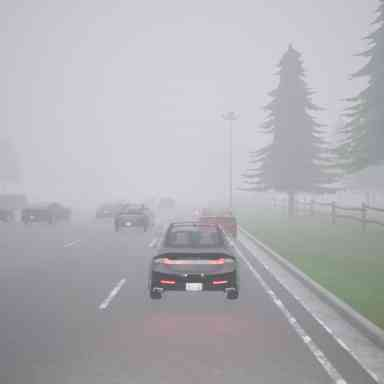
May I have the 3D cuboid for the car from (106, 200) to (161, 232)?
[{"bbox_3d":[-3.386,1.489,20.240,2.128,1.511,4.902,0,0,0],"label":"car"}]

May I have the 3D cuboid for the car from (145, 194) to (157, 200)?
[{"bbox_3d":[-6.861,1.541,55.259,2.033,1.411,5.357,0,0,0],"label":"car"}]

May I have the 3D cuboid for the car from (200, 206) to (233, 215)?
[{"bbox_3d":[1.238,1.476,17.749,1.882,1.535,5.008,0,0,0],"label":"car"}]

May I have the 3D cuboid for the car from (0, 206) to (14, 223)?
[{"bbox_3d":[-13.883,1.489,22.292,2.128,1.511,4.902,0,0,0],"label":"car"}]

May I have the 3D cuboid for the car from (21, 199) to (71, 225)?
[{"bbox_3d":[-10.383,1.475,24.116,1.882,1.535,5.008,0,0,0],"label":"car"}]

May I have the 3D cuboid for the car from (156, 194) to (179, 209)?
[{"bbox_3d":[-3.367,1.347,46.350,2.097,1.767,4.553,0,0,0],"label":"car"}]

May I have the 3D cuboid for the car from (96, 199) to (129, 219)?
[{"bbox_3d":[-6.880,1.561,28.790,1.994,1.385,4.181,0,0,0],"label":"car"}]

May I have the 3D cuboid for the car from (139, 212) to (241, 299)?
[{"bbox_3d":[0.058,1.491,8.408,2.128,1.511,4.902,0,0,0],"label":"car"}]

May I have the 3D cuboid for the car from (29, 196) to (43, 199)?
[{"bbox_3d":[-38.450,1.586,81.965,1.895,1.301,4.718,0,0,-44],"label":"car"}]

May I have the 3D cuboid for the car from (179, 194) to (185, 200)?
[{"bbox_3d":[-3.432,1.345,94.795,2.097,1.767,4.553,0,0,0],"label":"car"}]
